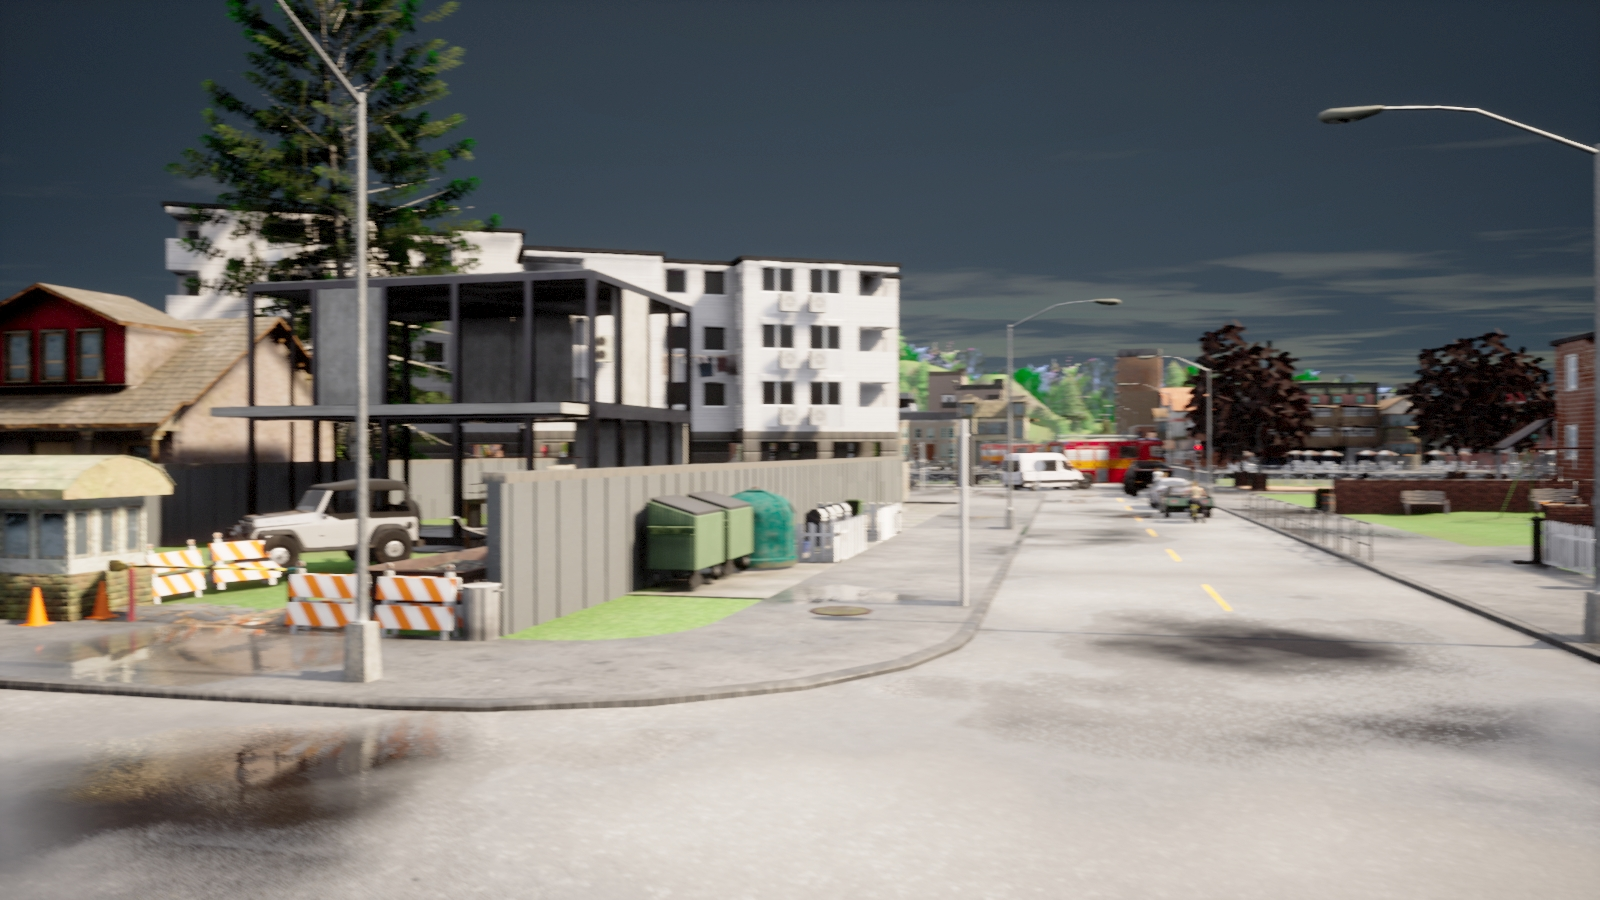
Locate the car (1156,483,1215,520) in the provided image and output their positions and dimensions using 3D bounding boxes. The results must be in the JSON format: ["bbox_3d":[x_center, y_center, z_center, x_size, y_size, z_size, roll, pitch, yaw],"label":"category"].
[{"bbox_3d":[16.052,2.112,47.799,1.895,1.301,4.718,0,0,13],"label":"car"}]

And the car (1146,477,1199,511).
[{"bbox_3d":[17.597,2.034,54.157,2.002,1.442,4.674,0,0,13],"label":"car"}]

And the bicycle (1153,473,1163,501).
[{"bbox_3d":[19.581,2.003,62.522,0.373,1.496,1.643,0,0,13],"label":"bicycle"}]

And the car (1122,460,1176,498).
[{"bbox_3d":[20.830,1.697,68.396,2.390,2.098,6.274,0,0,11],"label":"car"}]

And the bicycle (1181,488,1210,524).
[{"bbox_3d":[14.905,2.117,43.122,0.859,1.276,1.487,0,0,13],"label":"bicycle"}]
